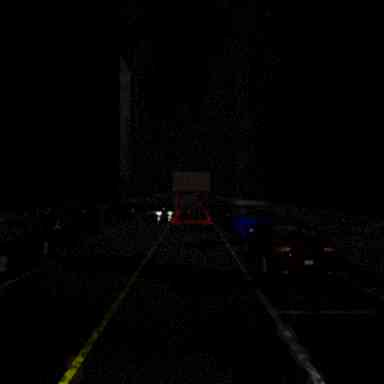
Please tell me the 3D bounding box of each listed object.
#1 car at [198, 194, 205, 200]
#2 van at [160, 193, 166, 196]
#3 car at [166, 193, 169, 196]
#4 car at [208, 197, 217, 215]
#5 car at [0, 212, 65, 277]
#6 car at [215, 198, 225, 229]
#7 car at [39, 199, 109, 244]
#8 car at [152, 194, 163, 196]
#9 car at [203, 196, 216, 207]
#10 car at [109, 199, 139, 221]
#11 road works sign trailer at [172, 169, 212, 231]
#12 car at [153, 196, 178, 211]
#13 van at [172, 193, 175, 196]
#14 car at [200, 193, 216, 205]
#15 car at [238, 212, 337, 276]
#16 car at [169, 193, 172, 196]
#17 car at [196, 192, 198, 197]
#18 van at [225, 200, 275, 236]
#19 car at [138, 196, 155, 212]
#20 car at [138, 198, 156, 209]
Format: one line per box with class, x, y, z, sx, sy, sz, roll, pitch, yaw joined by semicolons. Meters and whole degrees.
car;2.693;1.398;94.214;1.887;1.381;4.507;0;0;0
van;-5.803;1.243;54.931;1.690;1.788;3.998;0;0;0
car;-5.807;1.335;60.540;1.967;1.590;4.097;0;0;0
car;2.739;1.502;32.513;1.947;1.339;4.313;0;0;0
car;-5.769;1.529;10.056;2.008;1.369;4.403;0;0;0
car;2.748;1.396;21.295;1.967;1.590;4.097;0;0;0
car;-5.773;1.282;15.665;2.192;1.841;5.009;0;0;0
car;-5.799;1.435;49.152;1.752;1.417;4.829;0;0;0
car;2.730;1.500;43.732;1.802;1.307;4.206;0;0;0
car;-5.782;1.511;26.884;1.947;1.339;4.313;0;0;0
road works sign trailer;-0.015;0.423;20.015;2.380;3.560;2.880;0;0;0
car;-3.126;1.472;39.289;2.033;1.411;5.357;0;0;0
van;-5.824;1.207;82.978;1.690;1.788;3.998;0;0;0
car;2.726;1.225;49.340;2.192;1.841;5.009;0;0;0
car;2.756;1.523;10.077;1.887;1.381;4.507;0;0;0
car;-5.811;1.202;66.150;2.192;1.841;5.009;0;0;0
car;2.701;1.181;82.995;2.192;1.841;5.009;0;0;0
van;2.752;1.308;15.686;1.690;1.788;3.998;0;0;0
car;-5.790;1.477;38.103;2.008;1.369;4.403;0;0;0
car;-5.795;1.500;43.712;1.802;1.307;4.206;0;0;0
